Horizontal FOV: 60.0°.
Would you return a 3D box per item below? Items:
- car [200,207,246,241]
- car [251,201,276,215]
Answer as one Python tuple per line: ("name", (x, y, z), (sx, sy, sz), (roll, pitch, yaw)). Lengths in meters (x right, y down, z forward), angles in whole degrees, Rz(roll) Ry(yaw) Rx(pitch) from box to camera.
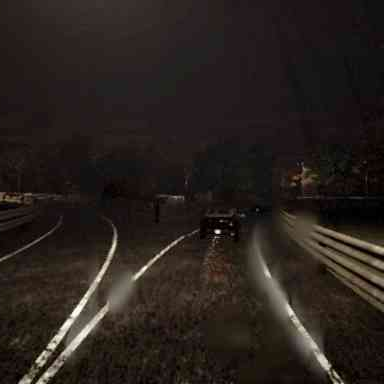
("car", (1.610, 1.542, 17.037), (1.837, 1.490, 4.892), (0, -1, 11))
("car", (7.900, 1.706, 36.984), (1.812, 1.442, 4.674), (-1, -1, 27))
